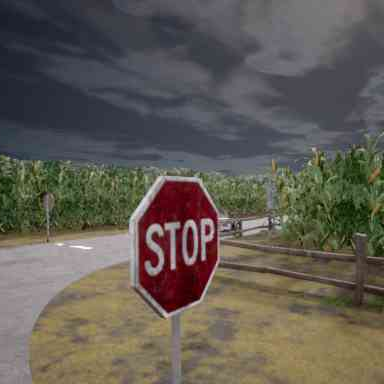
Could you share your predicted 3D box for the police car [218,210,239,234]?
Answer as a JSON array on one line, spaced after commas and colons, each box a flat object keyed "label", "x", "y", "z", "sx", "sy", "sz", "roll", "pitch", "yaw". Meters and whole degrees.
[{"label": "police car", "x": 0.991, "y": 1.656, "z": 18.444, "sx": 2.038, "sy": 1.542, "sz": 4.974, "roll": -1, "pitch": -2, "yaw": 37}]
